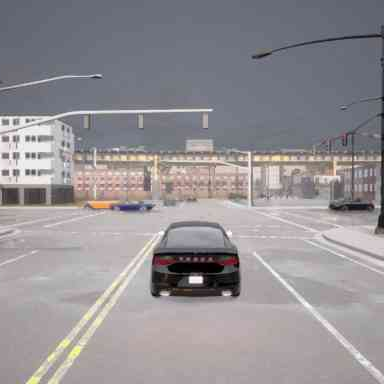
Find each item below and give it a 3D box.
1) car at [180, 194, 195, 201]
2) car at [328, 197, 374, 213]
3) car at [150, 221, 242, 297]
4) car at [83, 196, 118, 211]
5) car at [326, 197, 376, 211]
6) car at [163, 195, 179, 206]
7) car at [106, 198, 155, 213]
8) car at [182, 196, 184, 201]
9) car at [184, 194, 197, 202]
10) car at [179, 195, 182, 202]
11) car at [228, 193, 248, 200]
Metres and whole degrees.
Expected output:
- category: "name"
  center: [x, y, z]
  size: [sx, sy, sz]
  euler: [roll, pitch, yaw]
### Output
- category: "car"
  center: [-1.081, 1.355, 83.959]
  size: [2.097, 1.767, 4.553]
  euler: [0, 0, 23]
- category: "car"
  center: [17.061, 1.433, 35.471]
  size: [4.181, 1.385, 1.994]
  euler: [-1, 0, 1]
- category: "car"
  center: [0.082, 1.478, 8.636]
  size: [1.882, 1.535, 5.008]
  euler: [0, 0, 0]
- category: "car"
  center: [-10.765, 1.350, 40.133]
  size: [4.553, 1.767, 2.097]
  euler: [0, 0, 2]
- category: "car"
  center: [18.531, 1.347, 38.943]
  size: [4.902, 1.511, 2.128]
  euler: [-1, 0, 1]
- category: "car"
  center: [-3.569, 1.505, 54.848]
  size: [1.837, 1.490, 4.892]
  euler: [0, 0, 0]
- category: "car"
  center: [-6.505, 1.581, 36.486]
  size: [4.718, 1.301, 1.895]
  euler: [0, 0, 3]
- category: "car"
  center: [-3.478, 1.355, 74.114]
  size: [2.097, 1.767, 4.553]
  euler: [0, 0, 2]
- category: "car"
  center: [0.038, 1.355, 73.352]
  size: [2.097, 1.767, 4.553]
  euler: [0, 0, 2]
- category: "car"
  center: [-3.545, 1.478, 64.061]
  size: [1.882, 1.535, 5.008]
  euler: [0, 0, 1]
- category: "car"
  center: [12.890, 1.225, 93.102]
  size: [5.566, 2.045, 2.150]
  euler: [0, 0, -24]
